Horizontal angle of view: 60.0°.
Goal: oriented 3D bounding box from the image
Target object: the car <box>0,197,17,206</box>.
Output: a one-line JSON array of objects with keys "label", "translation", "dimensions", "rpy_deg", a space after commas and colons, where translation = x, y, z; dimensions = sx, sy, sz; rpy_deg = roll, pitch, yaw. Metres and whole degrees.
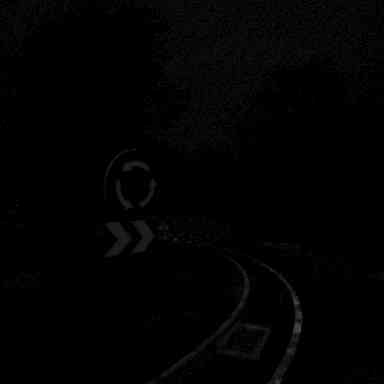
[{"label": "car", "translation": [-34.997, 1.650, 60.307], "dimensions": [1.946, 1.575, 5.366], "rpy_deg": [2, -1, 43]}]

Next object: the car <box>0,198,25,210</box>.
[{"label": "car", "translation": [-26.252, 1.917, 47.123], "dimensions": [4.718, 1.301, 1.895], "rpy_deg": [1, -2, 16]}]

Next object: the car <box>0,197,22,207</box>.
[{"label": "car", "translation": [-32.827, 1.769, 58.564], "dimensions": [2.163, 1.488, 4.792], "rpy_deg": [2, -1, 43]}]

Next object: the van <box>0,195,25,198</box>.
[{"label": "van", "translation": [-30.893, 1.587, 56.563], "dimensions": [1.878, 1.987, 4.442], "rpy_deg": [2, -1, 43]}]
